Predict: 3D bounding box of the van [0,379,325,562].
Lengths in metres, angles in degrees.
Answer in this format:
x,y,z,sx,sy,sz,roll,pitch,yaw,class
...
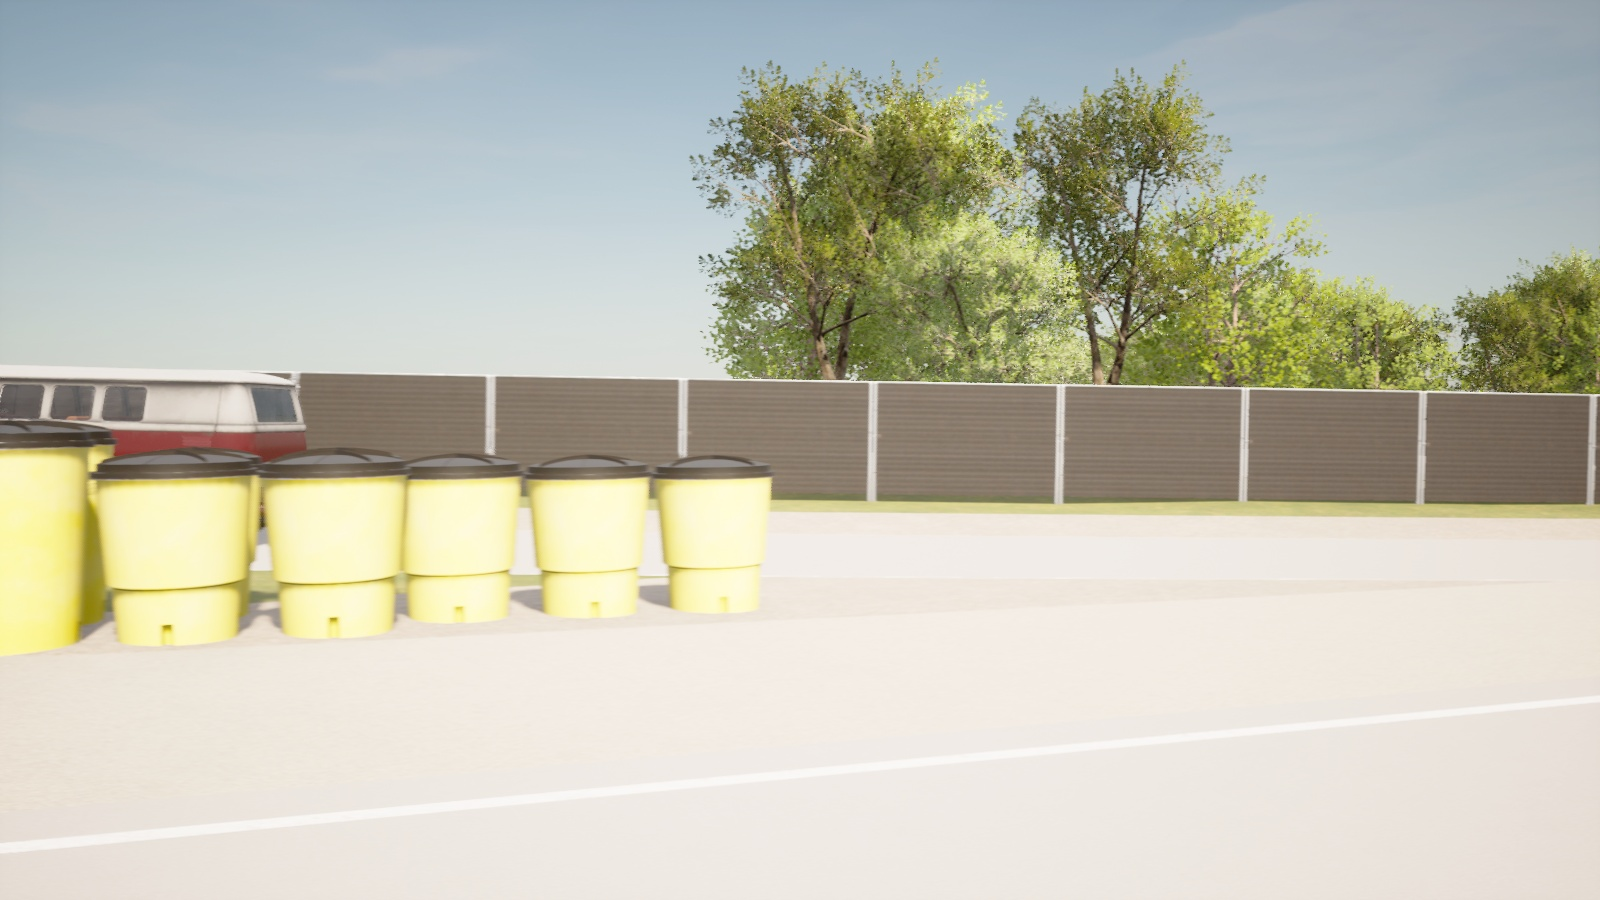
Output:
x,y,z,sx,sy,sz,roll,pitch,yaw,class
-8.082,0.203,14.568,4.442,1.987,1.775,0,1,1,van
